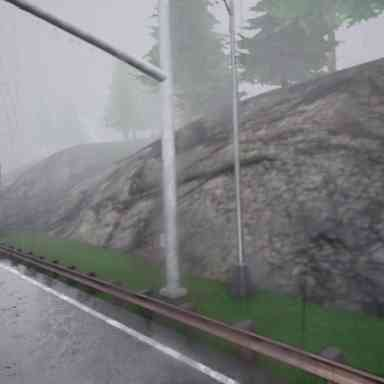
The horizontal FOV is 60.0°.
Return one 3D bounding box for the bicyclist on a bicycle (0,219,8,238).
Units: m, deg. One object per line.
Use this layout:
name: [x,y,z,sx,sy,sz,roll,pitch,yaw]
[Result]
bicyclist on a bicycle: [-12.026,2.032,20.058,1.656,1.620,0.582,-3,0,-43]
